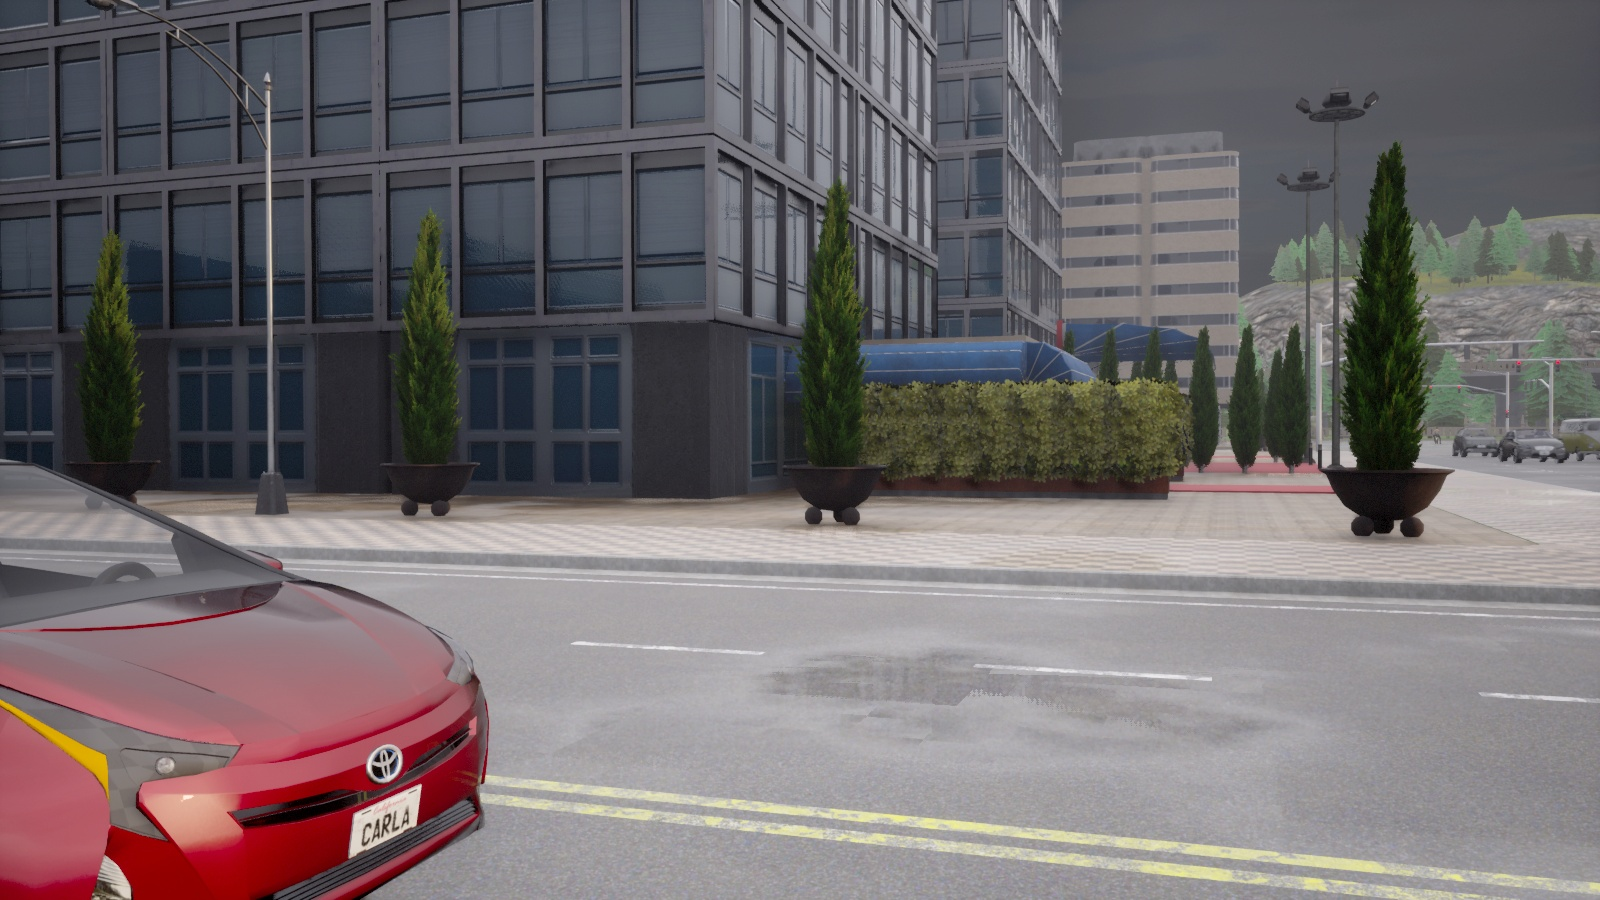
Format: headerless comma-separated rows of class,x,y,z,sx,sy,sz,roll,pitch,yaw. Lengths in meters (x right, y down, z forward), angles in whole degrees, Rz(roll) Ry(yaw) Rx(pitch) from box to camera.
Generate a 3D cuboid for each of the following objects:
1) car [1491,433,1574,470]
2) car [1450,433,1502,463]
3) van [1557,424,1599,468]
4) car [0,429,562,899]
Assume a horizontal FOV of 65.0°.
car,31.867,0.026,54.751,2.128,1.511,4.902,1,1,18
car,35.700,-0.124,66.384,1.789,1.549,3.705,1,1,18
van,36.715,-0.216,58.276,1.775,1.987,4.442,1,1,18
car,-3.322,0.692,4.311,4.514,1.525,2.007,1,1,19
